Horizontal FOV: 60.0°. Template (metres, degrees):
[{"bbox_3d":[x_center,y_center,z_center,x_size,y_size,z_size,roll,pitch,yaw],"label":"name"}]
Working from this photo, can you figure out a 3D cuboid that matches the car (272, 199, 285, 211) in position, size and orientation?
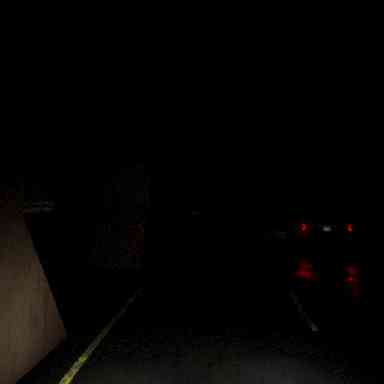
[{"bbox_3d":[11.074,1.546,40.213,1.812,1.442,4.674,0,0,26],"label":"car"}]

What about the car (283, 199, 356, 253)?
[{"bbox_3d":[5.249,1.364,14.072,2.097,1.767,4.553,0,0,10],"label":"car"}]

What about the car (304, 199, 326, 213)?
[{"bbox_3d":[14.639,1.599,39.510,1.994,1.385,4.181,0,0,26],"label":"car"}]
